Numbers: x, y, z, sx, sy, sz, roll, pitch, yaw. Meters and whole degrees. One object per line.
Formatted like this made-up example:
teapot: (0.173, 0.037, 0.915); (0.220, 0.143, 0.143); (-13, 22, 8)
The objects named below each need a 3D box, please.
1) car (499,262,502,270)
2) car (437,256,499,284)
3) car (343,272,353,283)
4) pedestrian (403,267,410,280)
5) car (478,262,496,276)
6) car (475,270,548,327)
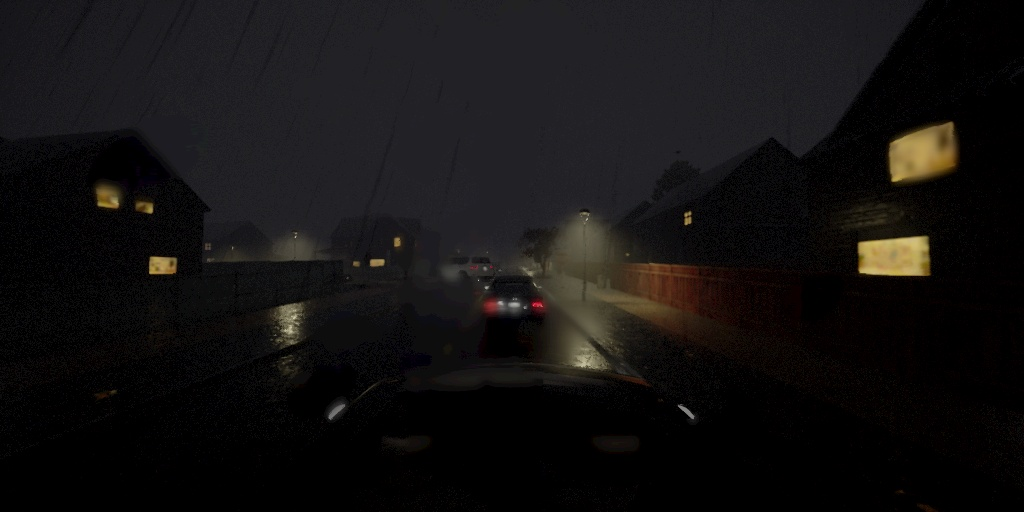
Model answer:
car: (-2.932, 1.677, 52.938); (1.994, 1.385, 4.181); (0, -1, 0)
car: (-3.812, 1.123, 28.492); (2.150, 2.045, 5.566); (3, -4, -42)
car: (-14.964, 1.601, 28.627); (4.181, 1.385, 1.994); (-1, -3, 8)
pedestrian: (-9.971, 1.380, 33.886); (0.375, 1.860, 0.375); (0, -2, 5)
car: (-2.922, 1.505, 42.988); (1.882, 1.535, 5.008); (0, 0, 0)
car: (0.081, 1.351, 11.786); (2.033, 1.411, 5.357); (0, 0, 0)
